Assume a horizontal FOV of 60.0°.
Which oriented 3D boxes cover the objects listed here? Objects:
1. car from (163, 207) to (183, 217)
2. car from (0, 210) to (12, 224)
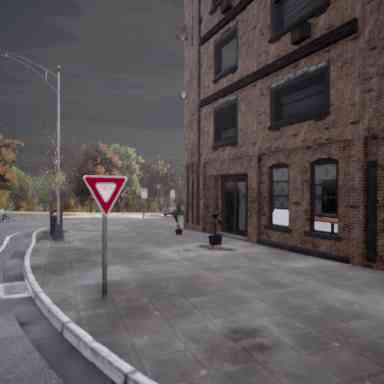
[{"bbox_3d":[-2.232,2.787,46.757,1.812,1.442,4.674,0,-3,29],"label":"car"},{"bbox_3d":[-13.628,1.485,20.910,1.895,1.301,4.718,0,0,7],"label":"car"}]
